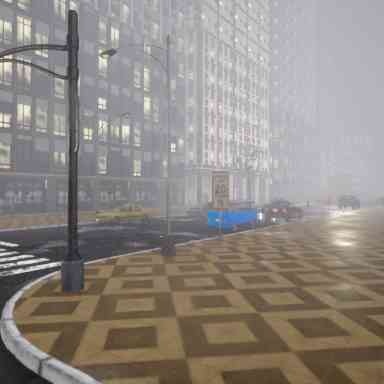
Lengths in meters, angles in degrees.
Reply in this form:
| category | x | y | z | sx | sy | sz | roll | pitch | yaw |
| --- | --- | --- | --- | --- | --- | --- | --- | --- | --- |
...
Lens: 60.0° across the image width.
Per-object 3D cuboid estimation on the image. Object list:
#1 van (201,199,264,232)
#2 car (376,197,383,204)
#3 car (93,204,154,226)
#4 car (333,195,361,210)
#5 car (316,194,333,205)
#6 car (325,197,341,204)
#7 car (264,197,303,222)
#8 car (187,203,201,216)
| category | x | y | z | sx | sy | sz | roll | pitch | yaw |
| --- | --- | --- | --- | --- | --- | --- | --- | --- | --- |
| van | 2.571 | 1.368 | 20.280 | 1.690 | 1.788 | 3.998 | 0 | 0 | 38 |
| car | 38.034 | 1.658 | 66.620 | 1.947 | 1.339 | 4.313 | 0 | 0 | 38 |
| car | -4.822 | 1.540 | 23.987 | 1.752 | 1.417 | 4.829 | 0 | 0 | 38 |
| car | 21.086 | 1.368 | 44.562 | 2.192 | 1.841 | 5.009 | 0 | 0 | 38 |
| car | 25.008 | 1.380 | 62.599 | 2.192 | 1.841 | 5.009 | 0 | 0 | 38 |
| car | 28.397 | 1.624 | 67.011 | 2.008 | 1.369 | 4.403 | 0 | 0 | 38 |
| car | 7.527 | 1.472 | 26.914 | 1.967 | 1.590 | 4.097 | 0 | 0 | 38 |
| car | 1.279 | 1.604 | 31.715 | 1.802 | 1.307 | 4.206 | 0 | 0 | 38 |
